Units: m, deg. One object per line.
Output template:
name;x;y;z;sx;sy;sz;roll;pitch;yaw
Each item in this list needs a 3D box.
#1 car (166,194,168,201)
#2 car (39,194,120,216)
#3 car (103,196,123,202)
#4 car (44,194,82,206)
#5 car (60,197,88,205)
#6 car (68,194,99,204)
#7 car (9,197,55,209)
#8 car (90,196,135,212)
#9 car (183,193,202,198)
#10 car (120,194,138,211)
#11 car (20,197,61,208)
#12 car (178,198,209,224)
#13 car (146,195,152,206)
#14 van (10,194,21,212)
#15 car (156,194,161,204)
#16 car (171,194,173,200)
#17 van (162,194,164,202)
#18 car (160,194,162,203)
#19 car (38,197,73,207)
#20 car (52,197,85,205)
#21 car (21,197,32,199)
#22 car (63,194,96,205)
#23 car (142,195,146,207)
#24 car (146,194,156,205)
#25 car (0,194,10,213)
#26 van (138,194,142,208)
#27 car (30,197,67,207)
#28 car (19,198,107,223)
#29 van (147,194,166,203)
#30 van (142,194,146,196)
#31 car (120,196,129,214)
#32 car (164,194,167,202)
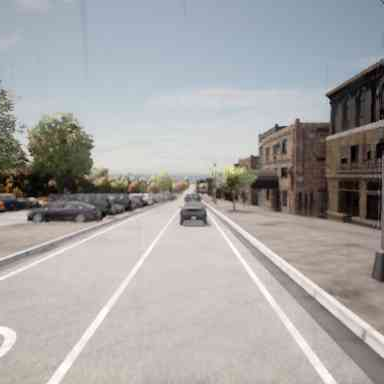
car;-8.880;1.782;79.133;5.008;1.535;2.097;0;-1;0
car;-8.871;1.150;25.878;5.566;2.045;2.435;0;0;0
car;-21.987;1.917;92.762;4.892;1.521;2.231;0;-1;0
car;-21.910;1.324;56.525;5.566;2.045;2.435;0;0;0
car;-21.942;1.659;61.970;4.674;1.452;2.002;0;0;0
car;-21.923;1.420;67.542;5.566;2.045;2.435;0;-1;0
car;-21.739;1.498;45.384;5.366;1.575;1.946;0;0;0
car;-8.808;1.320;37.088;4.553;1.767;2.185;0;0;0
car;0.106;1.228;41.972;2.150;2.045;5.566;0;-1;0
car;-8.867;1.180;34.288;5.566;2.045;2.435;0;0;0
car;-21.922;1.519;48.170;5.008;1.535;2.097;0;0;0
car;0.104;1.426;23.848;1.837;1.490;4.892;0;0;0
car;-8.843;1.518;48.301;5.008;1.535;2.097;0;0;0
van;-22.035;1.221;37.028;4.442;1.987;1.878;0;0;0
car;-8.860;1.620;62.318;5.008;1.535;2.097;0;-1;0
car;-8.874;1.666;93.151;5.566;2.045;2.435;0;-1;0
van;-8.758;1.474;70.726;4.442;1.987;1.878;0;-1;0
car;-9.054;1.643;65.117;5.366;1.575;1.946;0;-1;0
car;-21.963;1.585;53.740;4.792;1.488;2.163;0;0;0
car;-21.936;1.598;59.310;5.008;1.535;2.097;0;0;0
car;-21.920;1.523;42.599;4.674;1.452;2.002;0;0;0
car;-21.919;1.394;64.880;5.566;2.045;2.435;0;-1;0
car;-8.837;1.483;42.695;4.892;1.521;2.231;0;0;0
car;-8.880;1.285;51.107;5.566;2.045;2.435;0;0;0
car;-21.888;1.307;34.247;4.553;1.767;2.185;0;0;0
van;-8.725;1.238;39.893;4.442;1.987;1.878;0;0;0
car;-21.902;1.567;50.955;4.792;1.488;2.163;0;0;0
car;-8.838;1.399;23.076;4.892;1.521;2.231;0;0;0
van;-8.772;1.583;81.939;4.442;1.987;1.878;0;-1;0
van;-8.962;1.274;45.499;4.442;1.987;1.878;0;0;0
car;-8.846;1.418;31.481;4.892;1.521;2.231;0;0;0
car;-8.853;1.784;76.330;4.792;1.488;2.163;0;-1;0
